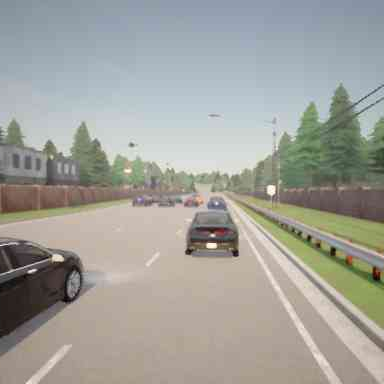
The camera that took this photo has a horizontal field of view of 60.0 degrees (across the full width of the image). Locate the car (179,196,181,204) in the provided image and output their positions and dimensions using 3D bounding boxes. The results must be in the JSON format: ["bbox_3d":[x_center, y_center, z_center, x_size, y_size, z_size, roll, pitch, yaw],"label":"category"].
[{"bbox_3d":[-2.671,1.292,57.336,1.812,1.442,4.674,1,0,5],"label":"car"}]

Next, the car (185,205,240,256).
[{"bbox_3d":[0.811,1.465,13.080,1.837,1.490,4.892,0,0,4],"label":"car"}]

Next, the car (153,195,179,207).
[{"bbox_3d":[-3.559,1.288,46.672,2.128,1.511,4.902,1,0,5],"label":"car"}]

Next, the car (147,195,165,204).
[{"bbox_3d":[-6.185,1.279,57.345,2.033,1.411,5.357,1,0,5],"label":"car"}]

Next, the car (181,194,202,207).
[{"bbox_3d":[-0.037,1.356,46.797,1.812,1.442,4.674,1,0,5],"label":"car"}]

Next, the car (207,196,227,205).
[{"bbox_3d":[2.744,1.246,36.776,2.097,1.767,4.553,1,0,5],"label":"car"}]

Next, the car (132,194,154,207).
[{"bbox_3d":[-7.014,1.112,47.346,2.097,1.767,4.553,1,0,5],"label":"car"}]

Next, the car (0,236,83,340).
[{"bbox_3d":[-3.385,1.452,5.259,1.837,1.490,4.892,1,0,5],"label":"car"}]
